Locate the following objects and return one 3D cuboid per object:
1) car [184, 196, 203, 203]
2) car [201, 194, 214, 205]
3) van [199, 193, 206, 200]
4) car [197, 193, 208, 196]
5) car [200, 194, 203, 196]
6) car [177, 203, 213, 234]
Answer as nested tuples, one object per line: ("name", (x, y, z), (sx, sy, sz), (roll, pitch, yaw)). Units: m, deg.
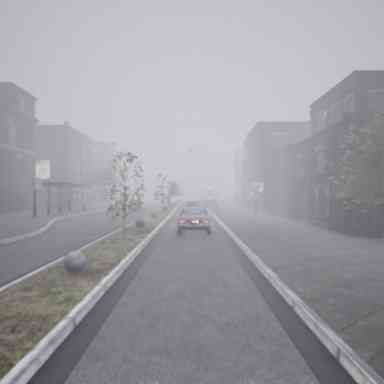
("car", (0.103, 1.565, 42.658), (1.837, 1.490, 4.892), (0, 0, 0))
("car", (3.000, 1.550, 54.368), (2.231, 1.521, 4.892), (0, 0, 0))
("van", (3.003, 1.324, 93.144), (1.878, 1.987, 4.442), (0, 0, 0))
("car", (3.003, 1.289, 82.013), (2.435, 2.045, 5.566), (0, 0, 0))
("car", (3.001, 1.551, 60.015), (2.231, 1.521, 4.892), (0, 0, 0))
("car", (0.095, 1.567, 19.433), (2.033, 1.411, 5.357), (0, 0, 0))
